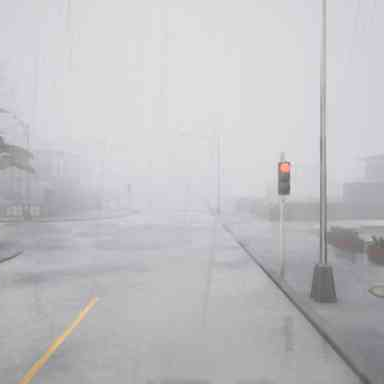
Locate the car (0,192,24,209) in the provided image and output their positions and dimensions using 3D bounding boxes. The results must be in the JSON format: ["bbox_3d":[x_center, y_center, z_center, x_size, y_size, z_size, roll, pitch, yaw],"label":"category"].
[{"bbox_3d":[-19.736,0.985,34.939,1.905,1.878,3.866,0,0,35],"label":"car"}]
